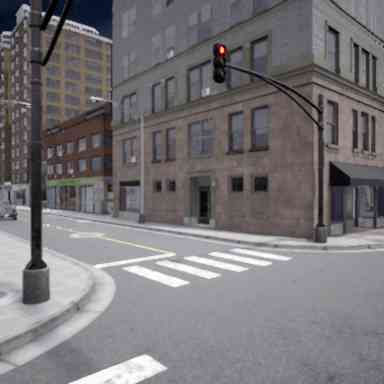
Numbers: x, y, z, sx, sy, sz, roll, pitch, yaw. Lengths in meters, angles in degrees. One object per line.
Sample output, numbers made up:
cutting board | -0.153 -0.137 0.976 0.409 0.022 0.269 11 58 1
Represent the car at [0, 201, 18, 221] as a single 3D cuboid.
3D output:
car | -15.418 1.523 26.640 1.837 1.490 4.892 0 0 -41
